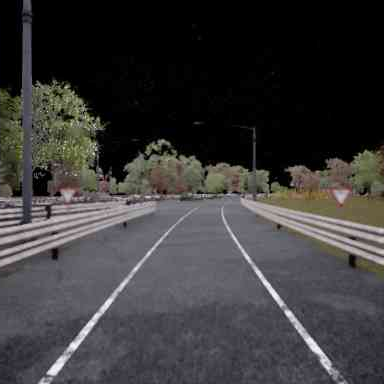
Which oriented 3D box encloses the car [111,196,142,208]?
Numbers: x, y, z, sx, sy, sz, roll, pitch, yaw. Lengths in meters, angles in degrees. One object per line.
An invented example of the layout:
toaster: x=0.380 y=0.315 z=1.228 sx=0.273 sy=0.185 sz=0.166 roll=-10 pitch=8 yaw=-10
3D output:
car: x=-7.192 y=1.328 z=38.435 sx=1.812 sy=1.442 sz=4.674 roll=0 pitch=0 yaw=12

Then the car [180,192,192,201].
car: x=-1.016 y=1.117 z=78.478 sx=2.150 sy=2.045 sz=5.566 roll=0 pitch=0 yaw=15

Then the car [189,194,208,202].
car: x=1.448 y=1.476 z=74.164 sx=1.895 sy=1.301 sz=4.718 roll=0 pitch=0 yaw=15

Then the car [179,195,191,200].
car: x=-1.835 y=1.469 z=88.562 sx=1.994 sy=1.385 sz=4.181 roll=0 pitch=0 yaw=16

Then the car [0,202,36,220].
car: x=-11.120 y=1.286 z=19.293 sx=1.812 sy=1.442 sz=4.674 roll=0 pitch=0 yaw=11

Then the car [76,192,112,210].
car: x=-10.723 y=1.024 z=38.766 sx=2.150 sy=2.045 sz=5.566 roll=0 pitch=0 yaw=12

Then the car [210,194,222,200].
car: x=7.368 y=1.428 z=95.107 sx=1.837 sy=1.490 sz=4.892 roll=0 pitch=0 yaw=17

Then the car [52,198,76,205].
car: x=-14.240 y=1.350 z=39.023 sx=2.033 sy=1.411 sz=5.357 roll=0 pitch=0 yaw=12

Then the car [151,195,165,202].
car: x=-7.055 y=1.397 z=69.267 sx=1.812 sy=1.442 sz=4.674 roll=0 pitch=0 yaw=14
